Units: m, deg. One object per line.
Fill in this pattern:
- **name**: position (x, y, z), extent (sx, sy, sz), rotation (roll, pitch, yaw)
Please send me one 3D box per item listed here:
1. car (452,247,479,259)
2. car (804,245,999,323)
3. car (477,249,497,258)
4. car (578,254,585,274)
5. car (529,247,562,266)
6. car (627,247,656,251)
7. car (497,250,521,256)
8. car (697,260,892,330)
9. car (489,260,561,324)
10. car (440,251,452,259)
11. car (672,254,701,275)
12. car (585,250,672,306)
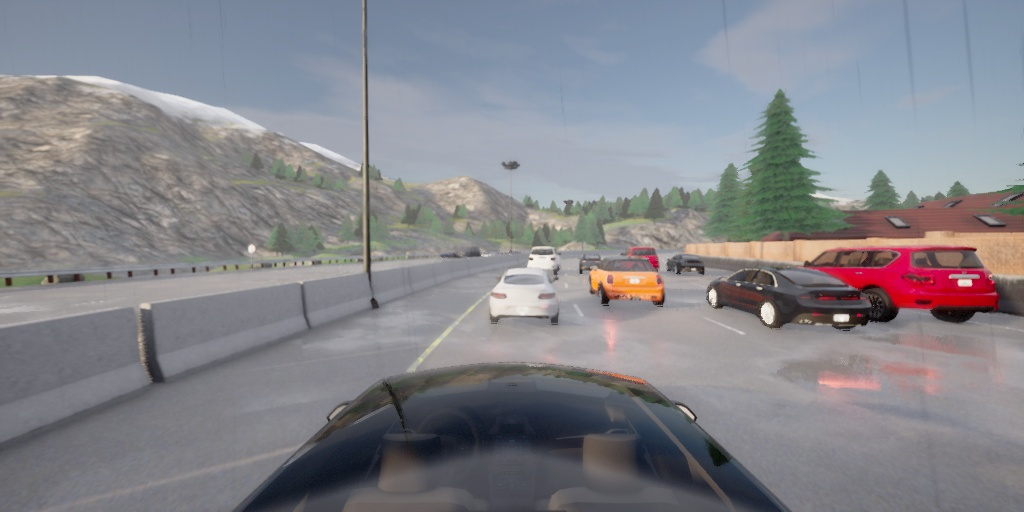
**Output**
- **car**: position (-7.109, -0.505, 59.284), extent (2.150, 2.045, 5.566), rotation (1, 2, 20)
- **car**: position (11.006, 0.723, 11.241), extent (2.150, 2.045, 5.566), rotation (0, 0, 4)
- **car**: position (-3.491, -0.115, 58.943), extent (1.895, 1.301, 4.718), rotation (1, 2, 21)
- **car**: position (6.280, 0.561, 28.440), extent (2.128, 1.511, 4.902), rotation (0, 2, 11)
- **car**: position (2.618, 0.301, 28.014), extent (2.150, 2.045, 5.566), rotation (0, 2, 11)
- **car**: position (9.553, 0.330, 27.043), extent (2.150, 2.045, 5.566), rotation (0, 2, 11)
- **car**: position (-0.049, -0.202, 58.112), extent (2.128, 1.511, 4.902), rotation (1, 2, 21)
- **car**: position (7.411, 1.040, 10.262), extent (1.837, 1.490, 4.892), rotation (0, 2, 5)
- **car**: position (0.436, 1.043, 10.803), extent (1.812, 1.442, 4.674), rotation (0, 2, 5)
- **car**: position (-10.244, -0.168, 60.899), extent (1.895, 1.301, 4.718), rotation (1, 2, 20)
- **car**: position (13.240, 0.600, 27.584), extent (1.837, 1.490, 4.892), rotation (0, 2, 11)
- **car**: position (4.249, 0.791, 13.923), extent (2.097, 1.767, 4.553), rotation (0, 1, 6)
